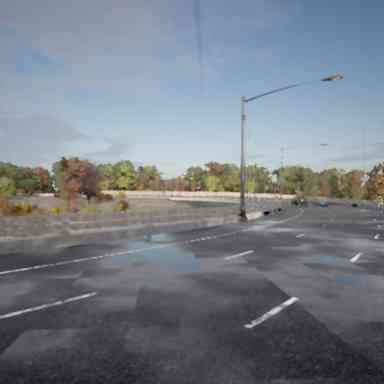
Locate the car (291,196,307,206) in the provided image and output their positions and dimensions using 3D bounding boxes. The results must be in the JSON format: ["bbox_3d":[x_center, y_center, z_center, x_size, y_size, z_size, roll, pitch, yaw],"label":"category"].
[{"bbox_3d":[21.452,1.772,66.652,2.150,2.045,5.566,1,0,5],"label":"car"}]

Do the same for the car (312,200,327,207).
[{"bbox_3d":[24.658,2.137,64.191,1.994,1.385,4.181,1,0,8],"label":"car"}]
